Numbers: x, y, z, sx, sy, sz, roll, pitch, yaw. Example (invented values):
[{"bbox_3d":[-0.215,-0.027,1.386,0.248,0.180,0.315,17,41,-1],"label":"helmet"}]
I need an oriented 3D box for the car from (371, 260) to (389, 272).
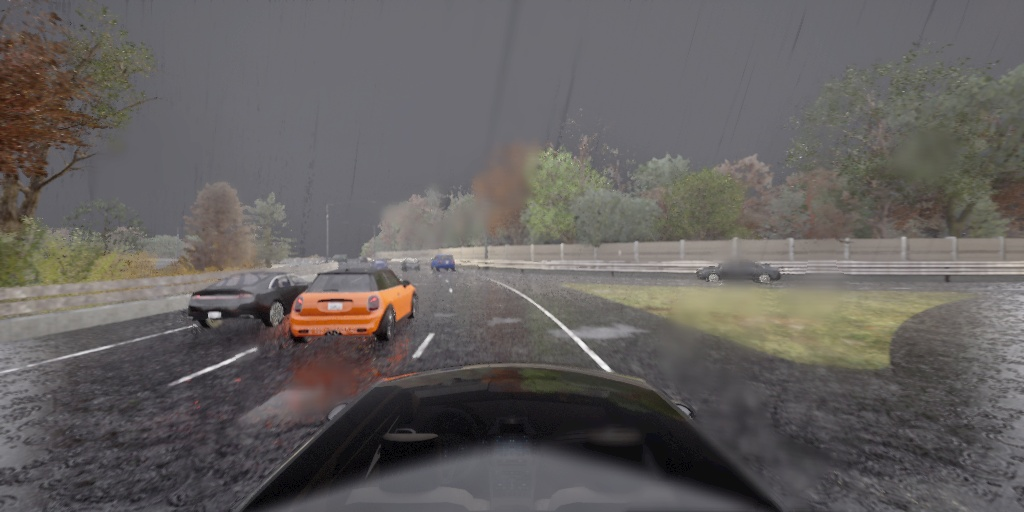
[{"bbox_3d":[-16.495,1.197,44.682,1.812,1.442,4.674,0,0,-24],"label":"car"}]

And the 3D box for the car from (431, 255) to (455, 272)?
[{"bbox_3d":[-8.434,0.858,43.627,2.150,2.045,5.566,0,1,-22],"label":"car"}]

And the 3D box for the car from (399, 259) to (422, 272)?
[{"bbox_3d":[-12.667,1.145,44.628,2.128,1.511,4.902,0,0,-23],"label":"car"}]

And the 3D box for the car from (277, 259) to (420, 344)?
[{"bbox_3d":[-3.980,1.091,9.827,2.097,1.767,4.553,0,0,-5],"label":"car"}]

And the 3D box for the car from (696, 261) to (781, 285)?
[{"bbox_3d":[15.146,1.096,24.215,4.892,1.490,1.837,0,0,22],"label":"car"}]

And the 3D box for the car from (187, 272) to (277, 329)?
[{"bbox_3d":[-7.606,1.243,11.314,2.128,1.511,4.902,0,0,-6],"label":"car"}]
